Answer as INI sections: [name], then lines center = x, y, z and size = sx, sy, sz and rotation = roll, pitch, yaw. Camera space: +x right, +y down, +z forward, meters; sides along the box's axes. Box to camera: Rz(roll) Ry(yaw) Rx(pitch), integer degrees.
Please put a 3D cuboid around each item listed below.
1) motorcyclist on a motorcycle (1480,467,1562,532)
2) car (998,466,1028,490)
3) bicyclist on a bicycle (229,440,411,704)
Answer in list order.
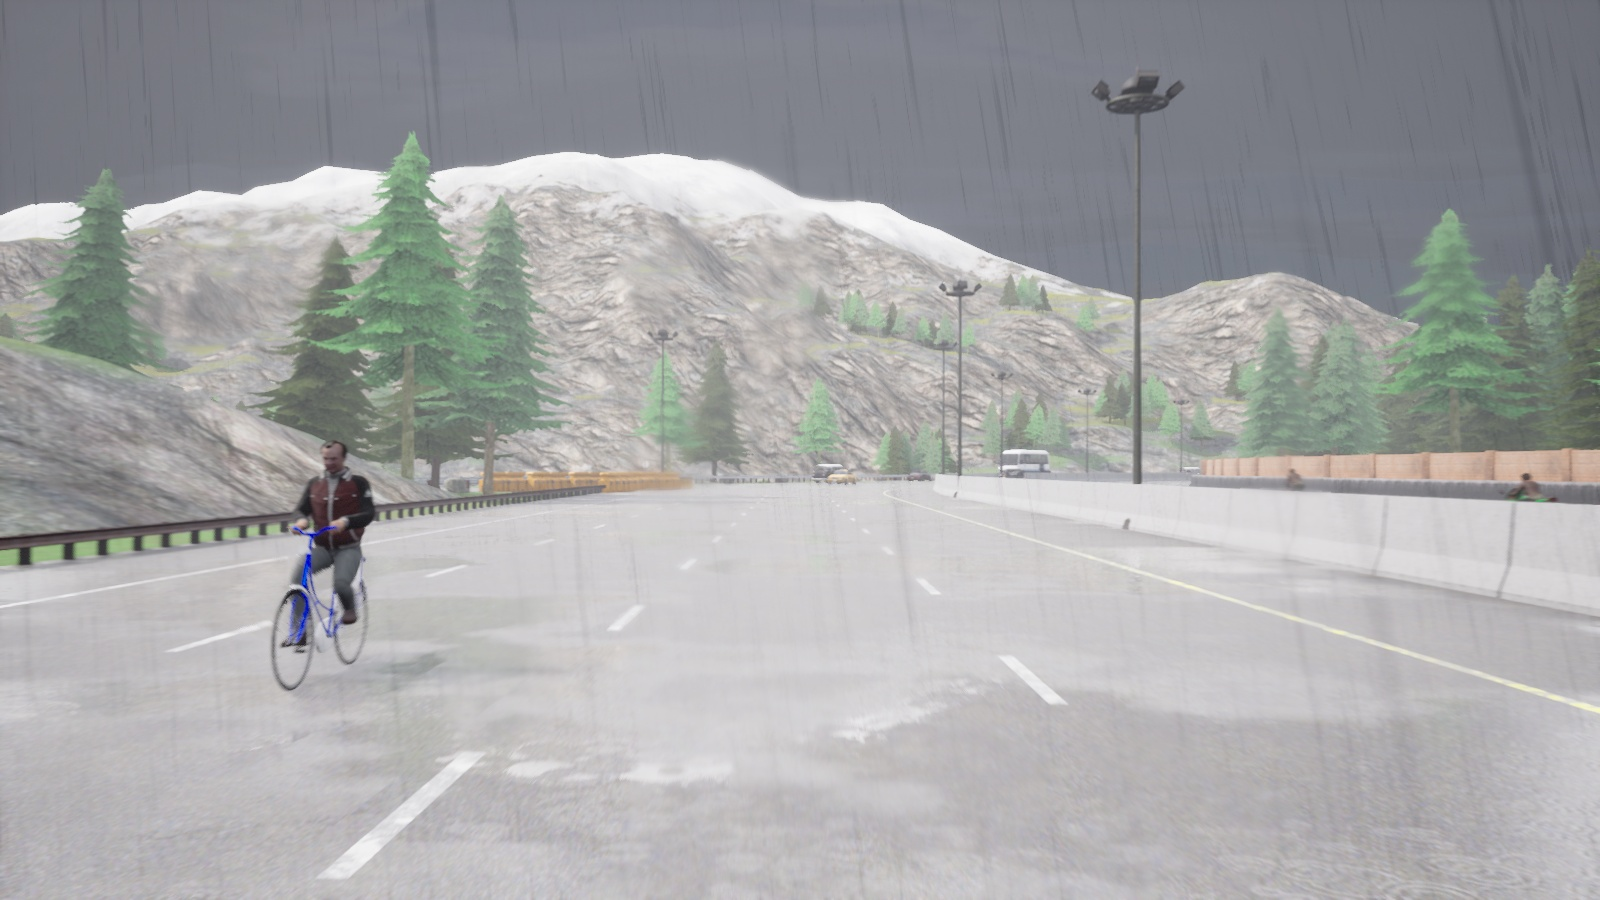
[motorcyclist on a motorcycle]
center = 17.427, 1.181, 30.413
size = 0.797, 1.523, 2.044
rotation = 0, -1, 0
[car]
center = 14.738, 1.961, 87.150
size = 1.851, 1.617, 3.988
rotation = 0, -1, 6
[bicyclist on a bicycle]
center = -3.523, 0.838, 9.399
size = 0.659, 1.776, 1.843
rotation = 0, -1, 0
